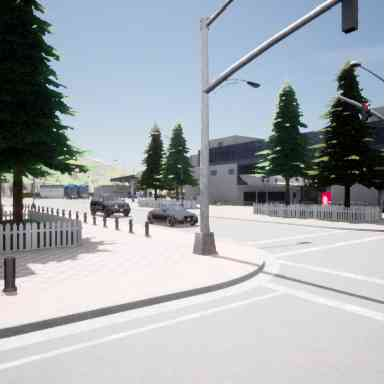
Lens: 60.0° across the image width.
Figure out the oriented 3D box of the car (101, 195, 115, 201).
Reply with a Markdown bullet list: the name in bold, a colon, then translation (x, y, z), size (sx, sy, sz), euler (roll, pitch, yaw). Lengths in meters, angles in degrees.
- **car**: translation (-20.912, 1.400, 82.792), size (1.970, 1.475, 3.806), euler (0, 0, -37)

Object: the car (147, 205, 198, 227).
- **car**: translation (-1.401, 1.579, 22.884), size (1.994, 1.385, 4.181), euler (0, 0, -37)

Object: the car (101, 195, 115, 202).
- **car**: translation (-18.884, 1.389, 75.056), size (1.845, 1.501, 3.633), euler (0, 0, -37)

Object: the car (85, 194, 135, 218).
- **car**: translation (-7.837, 1.237, 31.401), size (2.150, 2.045, 5.566), euler (0, 0, -37)

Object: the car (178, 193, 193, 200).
- **car**: translation (-1.789, 1.092, 88.079), size (1.905, 1.878, 3.866), euler (0, 0, -37)

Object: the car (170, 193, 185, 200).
- **car**: translation (-3.877, 1.113, 86.017), size (1.932, 1.855, 4.605), euler (0, 0, -37)
